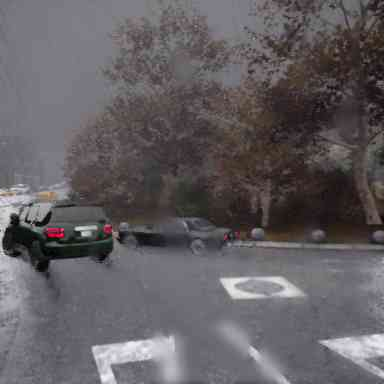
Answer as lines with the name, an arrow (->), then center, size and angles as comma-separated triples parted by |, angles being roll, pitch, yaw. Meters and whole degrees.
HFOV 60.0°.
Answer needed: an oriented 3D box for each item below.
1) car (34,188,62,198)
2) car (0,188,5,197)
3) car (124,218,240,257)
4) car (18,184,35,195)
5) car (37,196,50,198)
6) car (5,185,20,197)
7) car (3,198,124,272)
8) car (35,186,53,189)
car -> -22.036, 0.649, 50.854 | 1.882, 1.535, 5.008 | -1, 3, -4
car -> -34.108, 0.420, 55.621 | 1.946, 1.575, 5.366 | -1, 3, -3
car -> -0.623, 1.677, 13.127 | 4.718, 1.301, 1.895 | -1, 0, 25
car -> -34.661, -0.441, 66.912 | 2.435, 2.045, 5.566 | -1, 3, -3
car -> -16.808, 1.507, 35.205 | 1.812, 1.442, 4.674 | -1, 3, -12
car -> -34.378, 0.121, 61.132 | 1.946, 1.575, 5.366 | -1, 3, -3
car -> -4.791, 1.332, 11.589 | 2.150, 2.045, 5.566 | 0, -1, -41
car -> -35.205, -0.757, 77.944 | 2.163, 1.488, 4.792 | -1, 3, -3
